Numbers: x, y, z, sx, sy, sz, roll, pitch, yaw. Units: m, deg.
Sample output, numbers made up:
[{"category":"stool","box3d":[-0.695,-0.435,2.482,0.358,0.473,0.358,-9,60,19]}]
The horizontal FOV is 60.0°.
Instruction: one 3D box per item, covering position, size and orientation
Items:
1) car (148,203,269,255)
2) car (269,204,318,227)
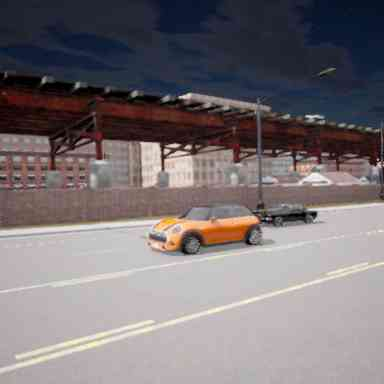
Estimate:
[{"category":"car","box3d":[0.559,1.270,12.979,4.553,1.767,2.097,-1,0,-35]},{"category":"car","box3d":[5.803,1.420,21.011,4.718,1.301,1.895,-1,0,-35]}]
